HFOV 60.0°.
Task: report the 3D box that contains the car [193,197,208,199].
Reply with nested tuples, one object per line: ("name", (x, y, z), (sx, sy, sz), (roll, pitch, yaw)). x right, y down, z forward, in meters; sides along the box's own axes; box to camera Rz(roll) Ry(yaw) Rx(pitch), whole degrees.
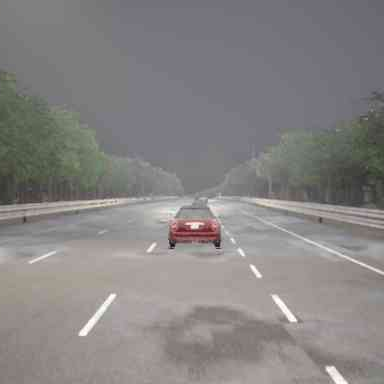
("car", (0.883, 1.617, 40.199), (2.033, 1.411, 5.357), (0, 0, 2))

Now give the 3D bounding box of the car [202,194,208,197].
("car", (2.161, 1.730, 67.166), (2.033, 1.411, 5.357), (0, 0, 3))

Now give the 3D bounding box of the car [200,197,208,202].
("car", (3.002, 1.903, 84.521), (1.895, 1.301, 4.718), (0, 0, 3))

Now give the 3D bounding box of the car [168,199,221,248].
("car", (0.144, 1.365, 14.956), (2.097, 1.767, 4.553), (0, 0, 1))
